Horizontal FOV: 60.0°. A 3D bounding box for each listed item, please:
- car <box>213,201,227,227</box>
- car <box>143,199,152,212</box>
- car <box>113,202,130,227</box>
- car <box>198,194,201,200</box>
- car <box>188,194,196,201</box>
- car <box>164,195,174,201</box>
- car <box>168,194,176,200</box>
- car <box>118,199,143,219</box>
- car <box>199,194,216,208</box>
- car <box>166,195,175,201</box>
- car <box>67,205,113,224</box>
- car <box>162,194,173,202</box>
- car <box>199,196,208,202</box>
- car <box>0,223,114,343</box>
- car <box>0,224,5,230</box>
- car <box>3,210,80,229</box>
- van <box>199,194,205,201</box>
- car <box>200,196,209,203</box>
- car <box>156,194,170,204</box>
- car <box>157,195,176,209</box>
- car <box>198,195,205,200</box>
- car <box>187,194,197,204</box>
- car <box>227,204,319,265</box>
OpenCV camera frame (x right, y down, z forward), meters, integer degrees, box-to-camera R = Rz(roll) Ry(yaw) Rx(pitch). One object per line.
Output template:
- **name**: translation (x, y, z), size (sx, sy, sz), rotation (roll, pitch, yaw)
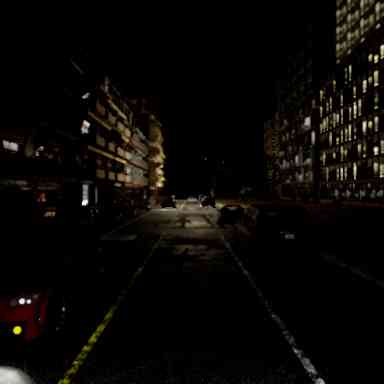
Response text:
- **car**: translation (2.682, 1.535, 22.594), size (1.887, 1.381, 4.507), rotation (0, 0, 0)
- **car**: translation (-5.701, 1.514, 39.002), size (1.752, 1.417, 4.829), rotation (0, 0, 0)
- **car**: translation (-5.699, 1.572, 22.593), size (1.802, 1.307, 4.206), rotation (0, 0, 0)
- **car**: translation (2.674, 1.440, 61.279), size (1.967, 1.590, 4.097), rotation (0, 0, 0)
- **car**: translation (-0.011, 1.339, 83.227), size (1.882, 1.535, 5.008), rotation (0, 0, 0)
- **car**: translation (-5.708, 1.571, 83.385), size (2.008, 1.369, 4.403), rotation (0, 0, 0)
- **car**: translation (-5.711, 1.475, 94.437), size (1.967, 1.590, 4.097), rotation (0, 0, 0)
- **car**: translation (-5.700, 1.429, 28.119), size (1.967, 1.590, 4.097), rotation (0, 0, 0)
- **car**: translation (2.347, 1.496, 47.697), size (1.837, 1.490, 4.892), rotation (0, 0, 0)
- **car**: translation (-5.709, 1.578, 88.912), size (2.008, 1.369, 4.403), rotation (0, 0, 0)
- **car**: translation (-5.698, 1.432, 17.065), size (1.967, 1.590, 4.097), rotation (0, 0, 0)
- **car**: translation (-5.710, 1.330, 77.858), size (2.192, 1.841, 5.009), rotation (0, 0, 0)
- **car**: translation (2.672, 1.597, 77.859), size (1.802, 1.307, 4.206), rotation (0, 0, 0)
- **car**: translation (-3.083, 1.560, 6.493), size (1.994, 1.385, 4.181), rotation (0, 0, 0)
- **car**: translation (-5.695, 1.547, 6.012), size (2.008, 1.369, 4.403), rotation (0, 0, 0)
- **car**: translation (-5.697, 1.539, 11.538), size (1.887, 1.381, 4.507), rotation (0, 0, 0)
- **van**: translation (2.669, 1.369, 88.913), size (1.690, 1.788, 3.998), rotation (0, 0, 0)
- **car**: translation (2.673, 1.591, 72.333), size (1.802, 1.307, 4.206), rotation (0, 0, 0)
- **car**: translation (-5.705, 1.544, 61.279), size (1.887, 1.381, 4.507), rotation (0, 0, 0)
- **car**: translation (-3.098, 1.537, 45.201), size (2.033, 1.411, 5.357), rotation (0, 0, 0)
- **car**: translation (2.669, 1.561, 94.608), size (1.752, 1.417, 4.829), rotation (0, 0, 0)
- **car**: translation (-0.010, 1.606, 66.283), size (1.895, 1.301, 4.718), rotation (0, 0, 0)
- **car**: translation (2.682, 1.309, 11.539), size (2.192, 1.841, 5.009), rotation (0, 0, 0)
